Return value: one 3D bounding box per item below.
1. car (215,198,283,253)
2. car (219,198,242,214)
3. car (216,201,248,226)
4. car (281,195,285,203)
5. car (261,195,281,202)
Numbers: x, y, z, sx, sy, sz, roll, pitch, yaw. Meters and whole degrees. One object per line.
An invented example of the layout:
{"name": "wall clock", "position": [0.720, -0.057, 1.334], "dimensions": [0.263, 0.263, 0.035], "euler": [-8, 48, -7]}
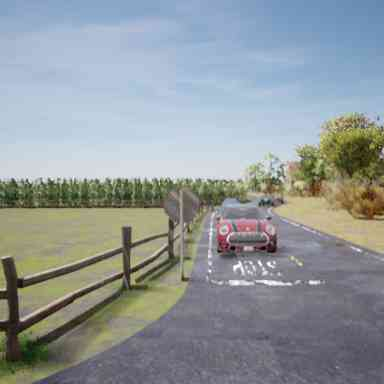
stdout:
{"name": "car", "position": [2.033, 1.307, 13.381], "dimensions": [2.097, 1.767, 4.553], "euler": [-1, 0, 4]}
{"name": "car", "position": [4.199, 1.423, 35.708], "dimensions": [2.033, 1.411, 5.357], "euler": [0, 0, 11]}
{"name": "car", "position": [2.771, 1.470, 23.768], "dimensions": [2.033, 1.411, 5.357], "euler": [-1, 0, 5]}
{"name": "car", "position": [14.566, 1.260, 56.198], "dimensions": [1.812, 1.442, 4.674], "euler": [0, 0, 20]}
{"name": "car", "position": [10.715, 1.145, 46.717], "dimensions": [2.097, 1.767, 4.553], "euler": [0, 0, 22]}
